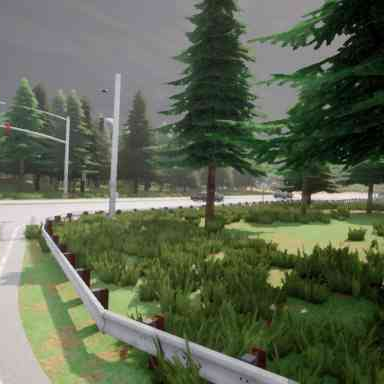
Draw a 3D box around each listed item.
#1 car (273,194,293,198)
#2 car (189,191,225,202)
[{"bbox_3d":[16.381,0.504,59.202,2.033,1.411,5.357,5,3,37],"label":"car"},{"bbox_3d":[1.981,0.538,40.669,2.033,1.411,5.357,5,3,39],"label":"car"}]
